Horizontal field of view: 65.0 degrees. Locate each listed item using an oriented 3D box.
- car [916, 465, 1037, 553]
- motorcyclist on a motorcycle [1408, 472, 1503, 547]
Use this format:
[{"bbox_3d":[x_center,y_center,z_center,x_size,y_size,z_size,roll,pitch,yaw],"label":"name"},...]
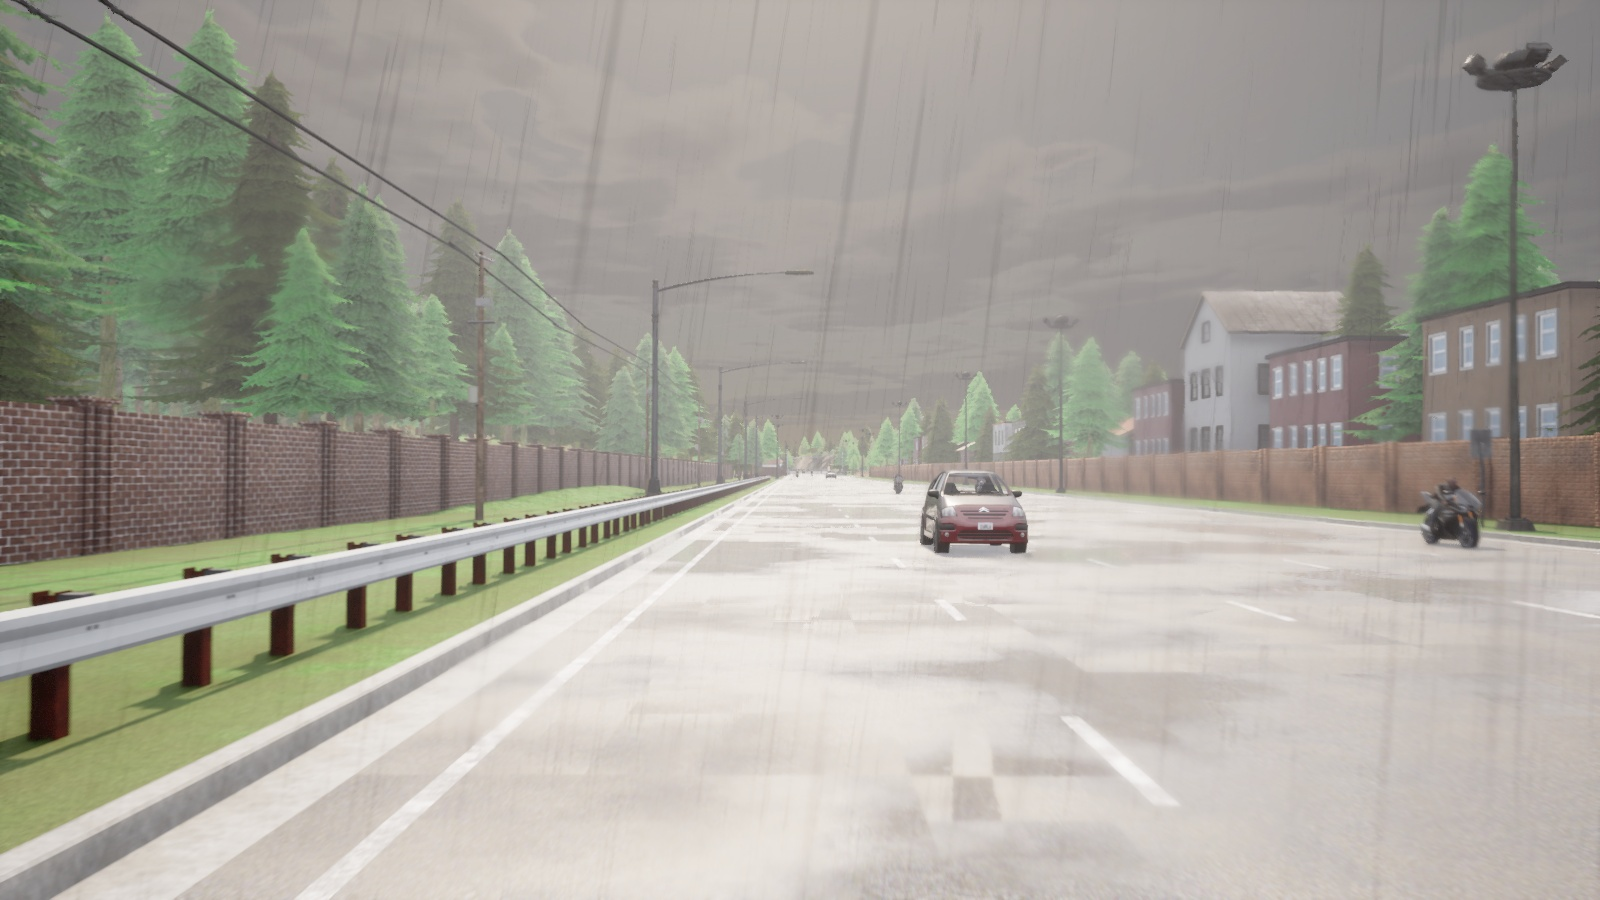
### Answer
[{"bbox_3d":[3.435,1.120,25.161,1.851,1.617,3.988,0,-1,0],"label":"car"},{"bbox_3d":[13.931,1.241,26.779,0.866,1.530,2.191,0,-1,0],"label":"motorcyclist on a motorcycle"}]
